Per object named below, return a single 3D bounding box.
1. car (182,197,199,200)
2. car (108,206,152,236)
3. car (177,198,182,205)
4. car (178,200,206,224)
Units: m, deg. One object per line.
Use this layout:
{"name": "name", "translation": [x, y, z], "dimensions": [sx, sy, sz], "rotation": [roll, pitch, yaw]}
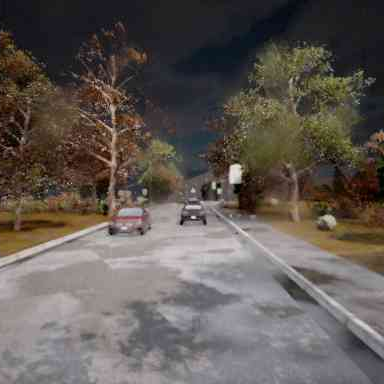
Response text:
{"name": "car", "translation": [0.192, 1.509, 42.640], "dimensions": [2.128, 1.511, 4.902], "rotation": [0, 0, 1]}
{"name": "car", "translation": [-3.340, 1.535, 18.699], "dimensions": [1.812, 1.442, 4.674], "rotation": [0, 0, 0]}
{"name": "car", "translation": [-1.228, 1.608, 59.684], "dimensions": [1.994, 1.385, 4.181], "rotation": [-1, 0, 15]}
{"name": "car", "translation": [0.098, 1.537, 24.633], "dimensions": [1.812, 1.442, 4.674], "rotation": [0, 0, 0]}
